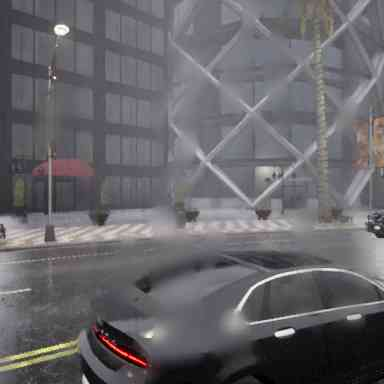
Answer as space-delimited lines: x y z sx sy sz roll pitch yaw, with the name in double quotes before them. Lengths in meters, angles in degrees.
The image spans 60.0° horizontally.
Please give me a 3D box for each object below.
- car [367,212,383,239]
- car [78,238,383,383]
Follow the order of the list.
"car" 10.915 1.219 15.088 5.566 2.045 2.150 0 0 -9
"car" 1.172 1.498 4.131 4.892 1.490 1.837 2 -1 -30
